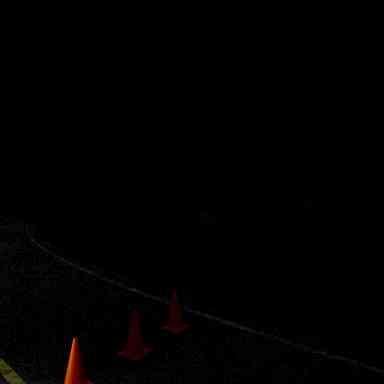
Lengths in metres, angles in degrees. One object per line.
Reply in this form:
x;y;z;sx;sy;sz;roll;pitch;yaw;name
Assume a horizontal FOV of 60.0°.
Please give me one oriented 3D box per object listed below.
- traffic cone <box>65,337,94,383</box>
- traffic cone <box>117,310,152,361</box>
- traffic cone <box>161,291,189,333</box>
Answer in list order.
-1.313;1.945;3.759;0.340;0.580;0.340;1;1;31;traffic cone
-0.795;1.938;4.610;0.340;0.580;0.340;1;1;31;traffic cone
-0.277;1.931;5.460;0.340;0.580;0.340;1;1;31;traffic cone
